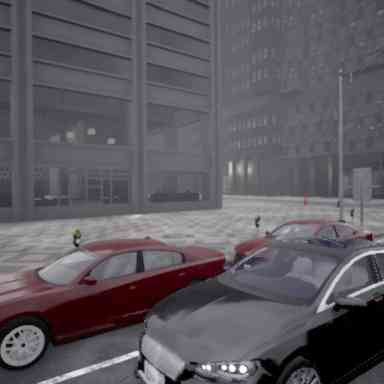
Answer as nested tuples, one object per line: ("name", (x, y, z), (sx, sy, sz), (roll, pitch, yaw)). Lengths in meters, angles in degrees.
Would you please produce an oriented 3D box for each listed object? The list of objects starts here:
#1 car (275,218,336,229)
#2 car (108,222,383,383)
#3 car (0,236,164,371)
("car", (3.082, 1.429, 8.880), (4.507, 1.381, 1.887), (-1, 1, -36))
("car", (1.645, 1.433, 4.523), (4.902, 1.511, 2.128), (-1, 1, -35))
("car", (-1.409, 1.514, 5.663), (4.507, 1.381, 1.887), (-1, 1, -36))
